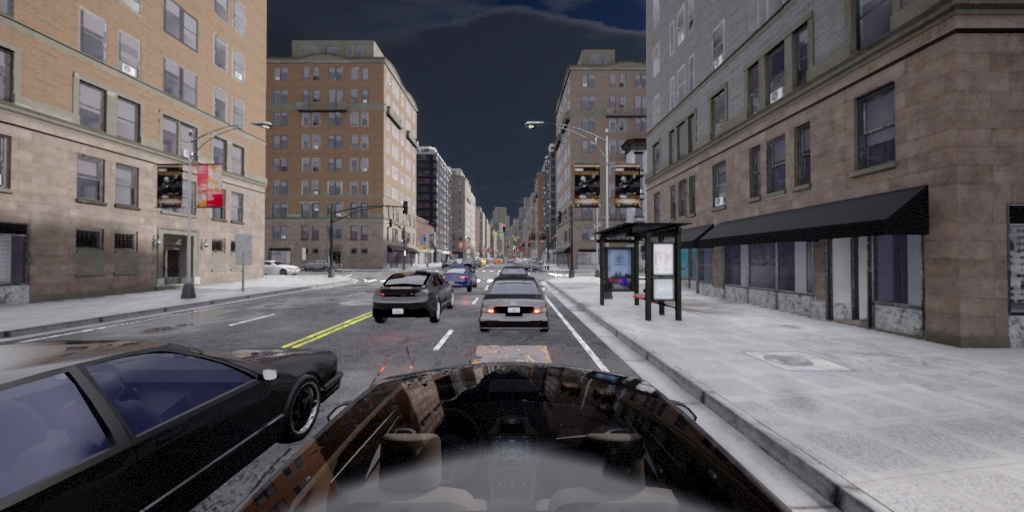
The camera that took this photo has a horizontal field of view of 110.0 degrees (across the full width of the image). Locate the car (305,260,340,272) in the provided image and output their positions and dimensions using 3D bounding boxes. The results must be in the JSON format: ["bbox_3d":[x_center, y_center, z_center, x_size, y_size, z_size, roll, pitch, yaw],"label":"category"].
[{"bbox_3d":[-23.696,1.232,43.780,4.902,1.511,2.128,0,-1,0],"label":"car"}]

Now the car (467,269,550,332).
[{"bbox_3d":[0.081,1.296,10.803,2.033,1.411,5.357,0,0,1],"label":"car"}]

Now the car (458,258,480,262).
[{"bbox_3d":[-6.590,1.099,55.200,2.097,1.767,4.553,0,0,0],"label":"car"}]

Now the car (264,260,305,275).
[{"bbox_3d":[-22.623,1.142,33.837,4.674,1.442,1.812,0,-1,-1],"label":"car"}]

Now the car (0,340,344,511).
[{"bbox_3d":[-3.149,1.297,2.268,2.033,1.411,5.357,0,0,0],"label":"car"}]

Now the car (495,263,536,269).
[{"bbox_3d":[0.090,1.296,20.860,2.033,1.411,5.357,0,0,0],"label":"car"}]

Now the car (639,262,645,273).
[{"bbox_3d":[16.396,1.437,43.910,4.181,1.385,1.994,0,-1,0],"label":"car"}]

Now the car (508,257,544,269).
[{"bbox_3d":[1.931,1.319,46.503,4.902,1.511,2.128,1,3,41],"label":"car"}]

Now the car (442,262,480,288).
[{"bbox_3d":[-3.152,1.275,21.181,1.812,1.442,4.674,0,0,0],"label":"car"}]

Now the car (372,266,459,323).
[{"bbox_3d":[-3.138,1.254,12.142,1.837,1.490,4.892,0,0,-1],"label":"car"}]

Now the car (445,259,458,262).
[{"bbox_3d":[-9.804,1.252,56.890,1.837,1.490,4.892,0,0,3],"label":"car"}]

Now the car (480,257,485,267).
[{"bbox_3d":[-6.557,1.236,64.339,2.128,1.511,4.902,0,0,0],"label":"car"}]
